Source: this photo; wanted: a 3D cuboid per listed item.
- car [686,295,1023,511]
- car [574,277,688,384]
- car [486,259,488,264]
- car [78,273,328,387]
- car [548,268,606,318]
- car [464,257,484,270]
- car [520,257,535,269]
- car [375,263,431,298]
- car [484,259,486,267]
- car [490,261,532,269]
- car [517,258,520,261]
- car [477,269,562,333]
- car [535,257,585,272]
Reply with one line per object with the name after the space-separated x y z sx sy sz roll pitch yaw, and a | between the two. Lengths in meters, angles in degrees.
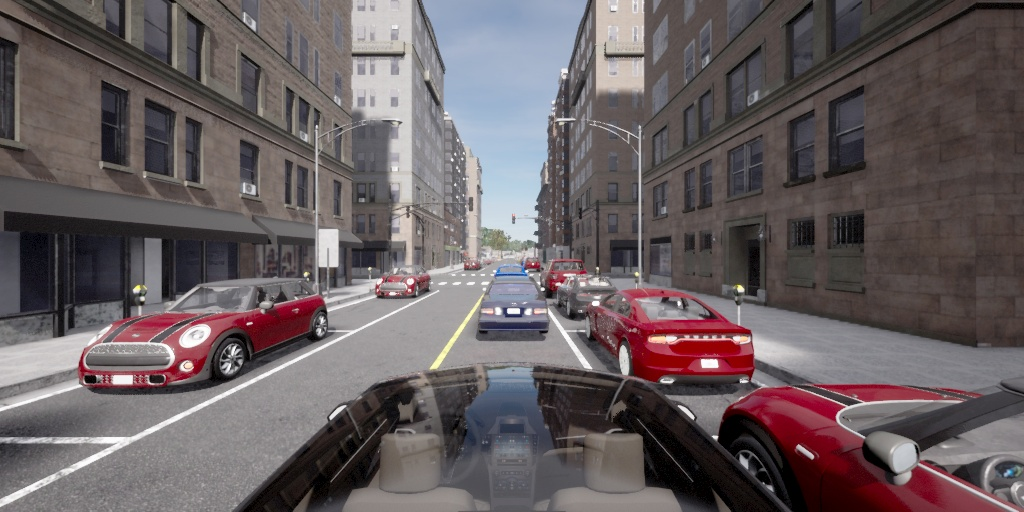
2.642 1.190 1.313 1.967 1.591 4.097 0 0 0 | car
2.620 1.295 6.995 1.888 1.381 4.507 0 0 0 | car
-5.644 1.296 61.894 2.007 1.370 4.403 0 0 0 | car
-5.405 1.190 6.963 1.967 1.591 4.097 0 0 0 | car
2.598 1.300 12.677 2.007 1.370 4.403 0 0 0 | car
-5.606 1.062 50.887 2.192 1.841 5.009 0 0 0 | car
2.534 1.062 45.415 2.192 1.841 5.009 0 0 0 | car
-5.449 1.189 18.327 1.967 1.591 4.097 0 0 0 | car
-5.625 1.312 56.390 1.948 1.339 4.313 0 0 0 | car
-0.069 1.227 20.469 1.882 1.535 5.008 0 0 0 | car
2.457 1.060 61.927 2.192 1.841 5.009 0 0 0 | car
0.044 1.297 10.650 2.033 1.411 5.357 0 0 0 | car
2.576 1.064 18.359 2.192 1.841 5.009 0 0 0 | car
